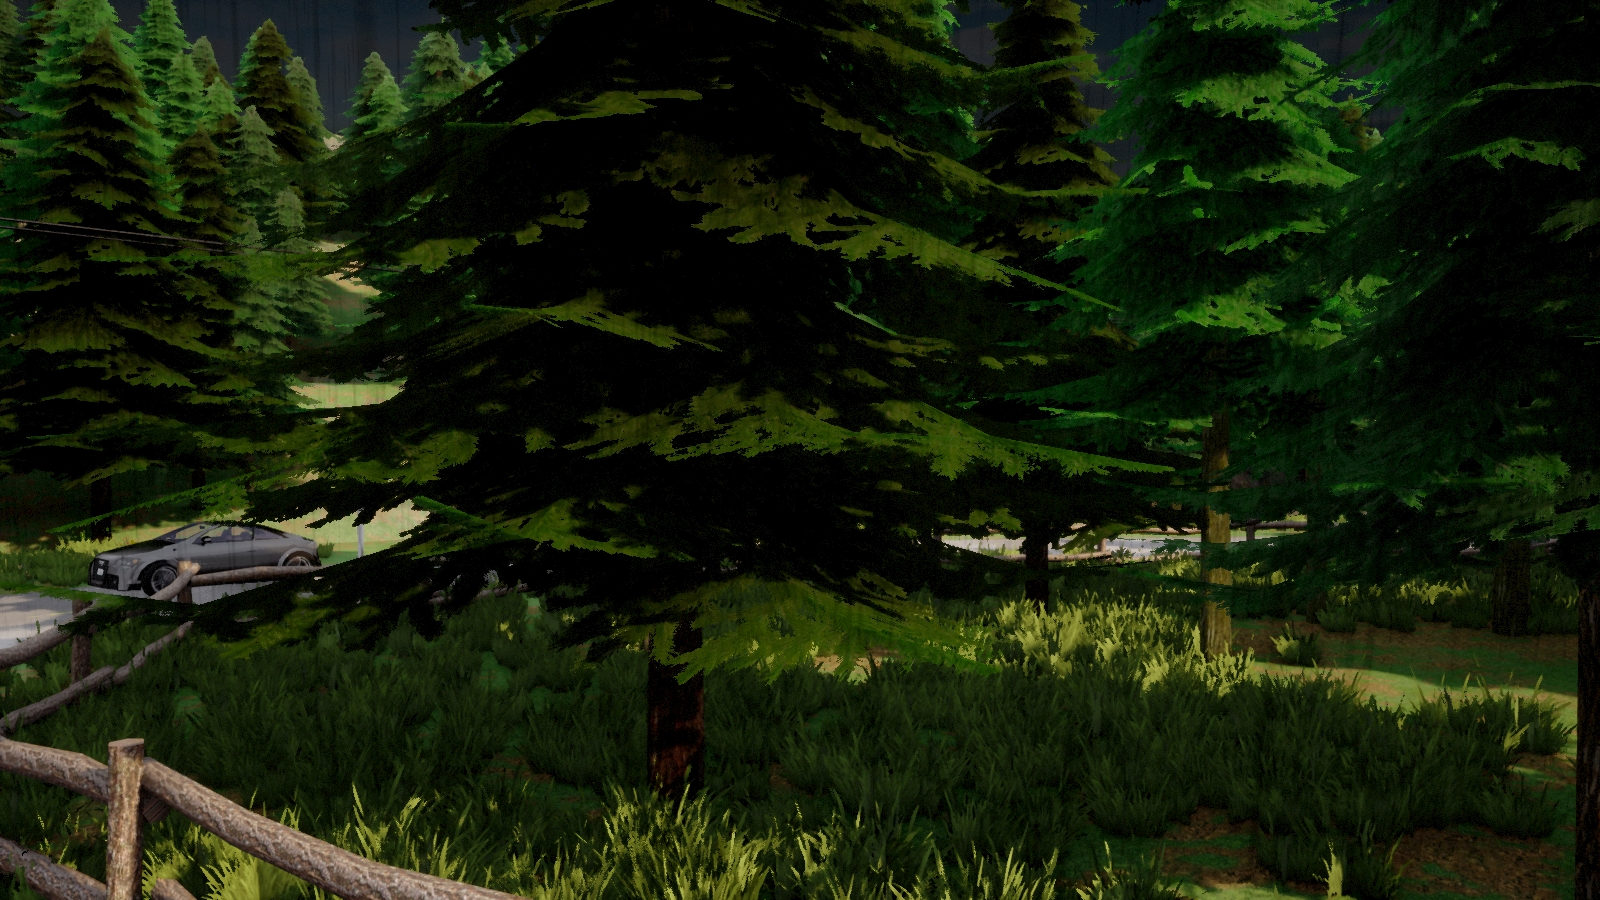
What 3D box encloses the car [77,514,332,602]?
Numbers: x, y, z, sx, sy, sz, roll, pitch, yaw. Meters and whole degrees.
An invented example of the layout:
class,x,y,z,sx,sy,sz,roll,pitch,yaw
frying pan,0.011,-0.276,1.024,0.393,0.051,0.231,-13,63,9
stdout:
class,x,y,z,sx,sy,sz,roll,pitch,yaw
car,-12.055,2.119,23.321,1.994,1.385,4.181,0,0,41
